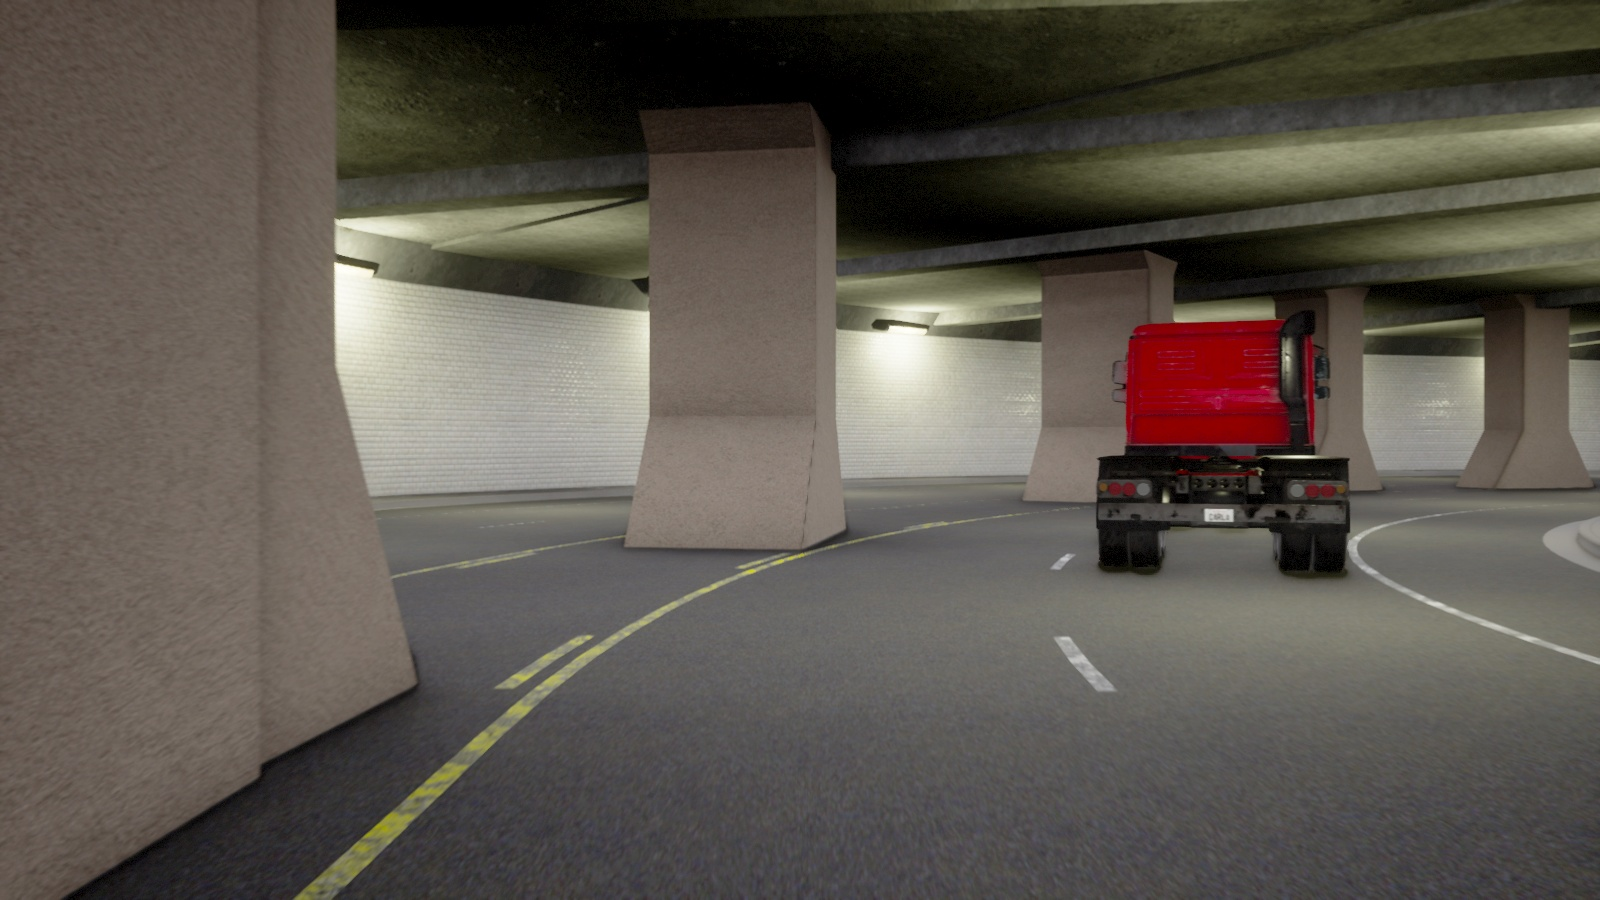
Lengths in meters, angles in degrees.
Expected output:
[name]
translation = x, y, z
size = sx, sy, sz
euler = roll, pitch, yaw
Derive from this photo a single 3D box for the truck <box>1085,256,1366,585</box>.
[truck]
translation = 5.841, -0.329, 17.427
size = 2.891, 3.462, 7.936
euler = 0, 0, 19
